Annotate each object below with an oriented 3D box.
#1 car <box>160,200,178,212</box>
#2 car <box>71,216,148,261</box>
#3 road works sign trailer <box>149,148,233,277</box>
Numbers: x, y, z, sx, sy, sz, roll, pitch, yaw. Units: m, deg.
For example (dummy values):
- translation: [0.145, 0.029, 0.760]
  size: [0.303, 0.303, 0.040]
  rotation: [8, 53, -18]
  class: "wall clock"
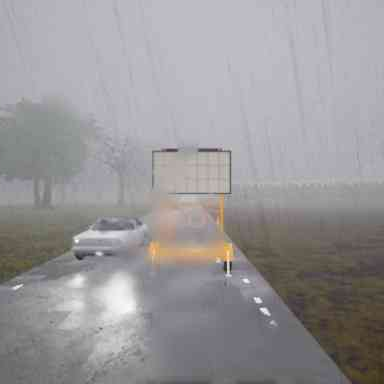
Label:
- translation: [-2.781, 1.710, 40.740]
  size: [1.994, 1.385, 4.181]
  rotation: [0, 0, 0]
  class: "car"
- translation: [-2.859, 1.606, 12.479]
  size: [1.895, 1.301, 4.718]
  rotation: [0, 0, 0]
  class: "car"
- translation: [-0.002, 0.466, 10.269]
  size: [2.380, 3.560, 2.880]
  rotation: [0, 0, 1]
  class: "road works sign trailer"
